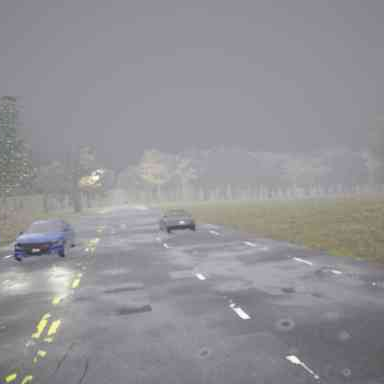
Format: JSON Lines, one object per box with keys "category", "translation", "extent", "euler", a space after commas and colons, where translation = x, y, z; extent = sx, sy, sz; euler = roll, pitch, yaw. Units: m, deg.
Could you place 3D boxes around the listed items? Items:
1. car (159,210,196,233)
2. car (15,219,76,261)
{"category": "car", "translation": [-1.087, 1.938, 22.826], "extent": [1.994, 1.385, 4.181], "euler": [-3, -1, -13]}
{"category": "car", "translation": [-6.525, 2.028, 15.187], "extent": [1.882, 1.535, 5.008], "euler": [-3, -1, -13]}
